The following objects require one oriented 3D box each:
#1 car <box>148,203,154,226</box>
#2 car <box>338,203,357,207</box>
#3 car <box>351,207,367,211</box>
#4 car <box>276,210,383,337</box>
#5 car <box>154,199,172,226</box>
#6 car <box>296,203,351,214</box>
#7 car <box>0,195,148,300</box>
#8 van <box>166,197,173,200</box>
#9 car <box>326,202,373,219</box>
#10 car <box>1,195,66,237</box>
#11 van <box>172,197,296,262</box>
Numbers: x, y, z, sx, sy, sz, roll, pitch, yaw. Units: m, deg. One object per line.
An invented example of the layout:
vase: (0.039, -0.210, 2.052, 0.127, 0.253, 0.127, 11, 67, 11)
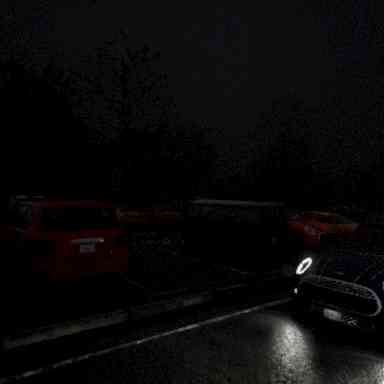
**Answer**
car: (-4.968, 1.527, 23.057, 1.946, 1.575, 5.366, 1, 0, -36)
car: (16.417, 2.232, 38.263, 2.002, 1.452, 4.674, 2, -1, -36)
car: (6.335, 1.603, 15.635, 1.946, 1.575, 5.366, 1, -1, -36)
car: (4.069, 1.385, 6.606, 4.553, 1.767, 2.097, 1, 0, -35)
car: (-2.812, 1.567, 24.616, 1.946, 1.575, 5.366, 1, -1, -36)
car: (3.846, 1.430, 14.101, 2.185, 1.767, 4.553, 1, -1, -36)
car: (-3.624, 1.202, 8.684, 2.435, 2.045, 5.566, 1, 0, -36)
van: (-0.368, 1.393, 26.011, 1.878, 1.987, 4.442, 1, -1, -36)
car: (18.963, 2.174, 40.160, 2.185, 1.767, 4.553, 2, -1, -36)
car: (-9.472, 1.215, 19.534, 2.435, 2.045, 5.566, 0, 0, -36)
van: (1.337, 1.290, 12.390, 1.878, 1.987, 4.442, 1, -1, -36)
